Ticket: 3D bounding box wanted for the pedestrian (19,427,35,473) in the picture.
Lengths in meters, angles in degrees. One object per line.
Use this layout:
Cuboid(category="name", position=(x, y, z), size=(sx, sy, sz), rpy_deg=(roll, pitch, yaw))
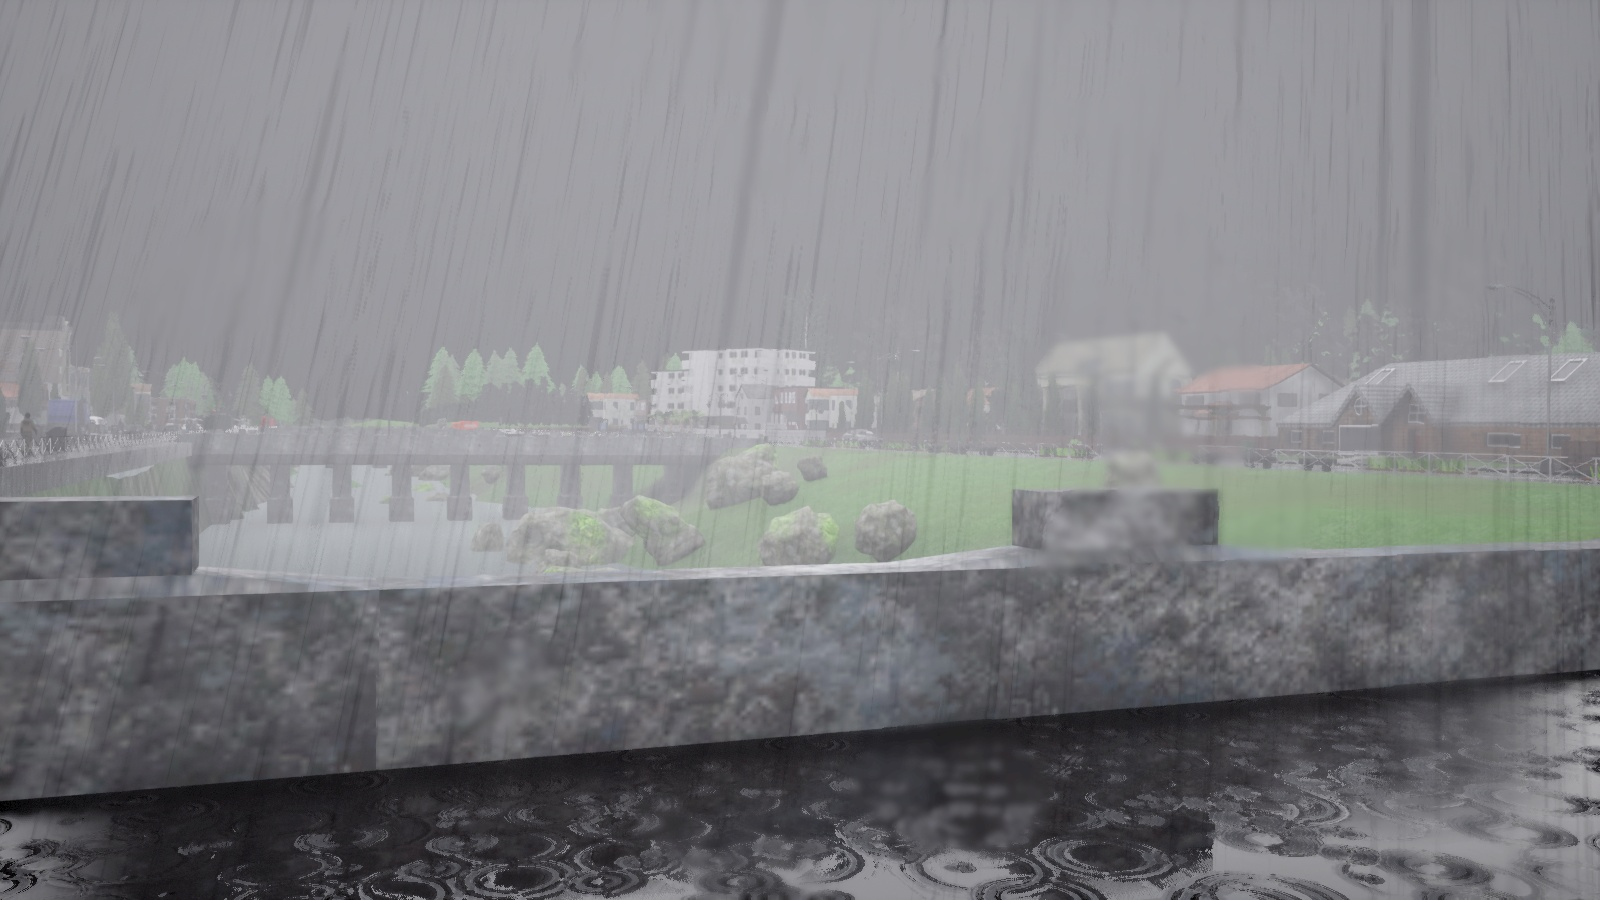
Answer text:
Cuboid(category="pedestrian", position=(-33.195, -0.011, 53.950), size=(0.396, 1.930, 0.692), rpy_deg=(-1, 1, -17))
